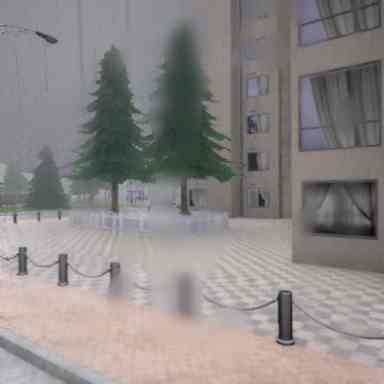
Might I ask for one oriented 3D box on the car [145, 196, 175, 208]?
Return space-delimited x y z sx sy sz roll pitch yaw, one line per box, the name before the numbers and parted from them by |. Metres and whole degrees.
car | -4.430 1.669 49.621 1.812 1.442 4.674 0 0 35
